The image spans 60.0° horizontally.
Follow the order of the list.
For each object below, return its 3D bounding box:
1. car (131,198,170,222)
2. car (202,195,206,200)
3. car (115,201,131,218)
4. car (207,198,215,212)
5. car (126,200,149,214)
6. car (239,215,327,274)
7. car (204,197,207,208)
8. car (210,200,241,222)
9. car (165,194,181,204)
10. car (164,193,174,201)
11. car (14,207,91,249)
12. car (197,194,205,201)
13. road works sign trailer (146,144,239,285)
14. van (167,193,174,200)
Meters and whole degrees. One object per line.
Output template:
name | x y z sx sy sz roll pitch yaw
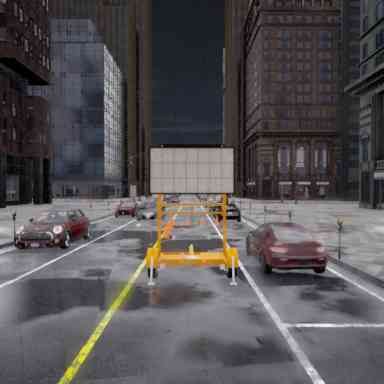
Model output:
car | -3.131 1.478 26.131 2.128 1.511 4.902 0 0 0
car | 2.697 1.482 46.853 1.752 1.417 4.829 -1 0 0
car | -5.809 1.527 30.366 1.887 1.381 4.507 -1 0 0
car | 2.716 1.547 31.076 1.947 1.339 4.313 -1 0 0
car | -5.815 1.558 35.743 1.802 1.307 4.206 -1 0 0
car | 2.740 1.578 10.264 1.802 1.307 4.206 -1 0 0
car | 2.709 1.526 36.278 2.008 1.369 4.403 -1 0 0
car | 2.722 1.553 25.872 1.947 1.339 4.313 -1 0 0
car | -3.065 1.501 56.043 1.994 1.385 4.181 0 0 0
car | -5.874 1.166 84.528 2.192 1.841 5.009 -1 0 0
car | -5.792 1.434 14.231 1.967 1.590 4.097 -1 0 0
car | 2.660 1.396 79.037 1.752 1.417 4.829 -1 0 0
road works sign trailer | -0.001 0.461 9.446 2.380 3.560 2.880 0 0 -1
van | -5.880 1.170 90.208 1.690 1.788 3.998 -1 0 0
